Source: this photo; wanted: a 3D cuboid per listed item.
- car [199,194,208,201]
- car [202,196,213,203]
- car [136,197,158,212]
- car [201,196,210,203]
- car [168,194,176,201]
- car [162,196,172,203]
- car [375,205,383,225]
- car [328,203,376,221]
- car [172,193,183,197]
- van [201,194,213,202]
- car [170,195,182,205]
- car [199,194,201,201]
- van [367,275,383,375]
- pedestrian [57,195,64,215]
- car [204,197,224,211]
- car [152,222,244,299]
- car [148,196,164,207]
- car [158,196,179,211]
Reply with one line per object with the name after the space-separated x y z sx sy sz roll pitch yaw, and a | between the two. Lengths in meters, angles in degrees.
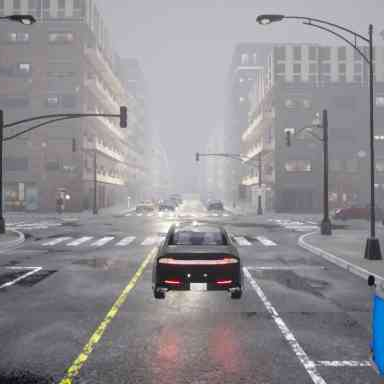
2.911 1.351 85.017 2.192 1.841 5.009 1 0 0 | car
2.812 1.567 45.519 2.008 1.369 4.403 1 0 0 | car
-5.581 1.539 39.726 1.752 1.417 4.829 1 0 0 | car
2.879 1.612 73.732 1.802 1.307 4.206 1 0 0 | car
-5.458 1.480 90.680 1.967 1.590 4.097 1 0 0 | car
-5.500 1.574 73.752 1.887 1.381 4.507 1 0 0 | car
13.586 1.583 19.654 4.313 1.339 1.947 0 -1 1 | car
13.709 1.608 28.035 4.097 1.590 1.967 0 -1 1 | car
-2.915 1.245 61.515 2.150 2.045 5.566 0 0 1 | car
2.843 1.362 56.804 1.690 1.788 3.998 1 0 0 | van
-2.972 1.544 50.778 1.812 1.442 4.674 0 0 0 | car
2.867 1.552 68.259 1.752 1.417 4.829 1 0 0 | car
2.679 1.342 1.930 1.690 1.788 3.998 1 0 0 | van
-12.464 1.217 31.355 0.375 1.860 0.375 0 -1 1 | pedestrian
2.799 1.580 39.877 1.947 1.339 4.313 1 0 0 | car
0.121 1.494 8.419 2.128 1.511 4.902 0 0 0 | car
-5.553 1.459 51.182 1.967 1.590 4.097 1 0 0 | car
-3.003 1.562 40.874 2.033 1.411 5.357 0 0 0 | car
